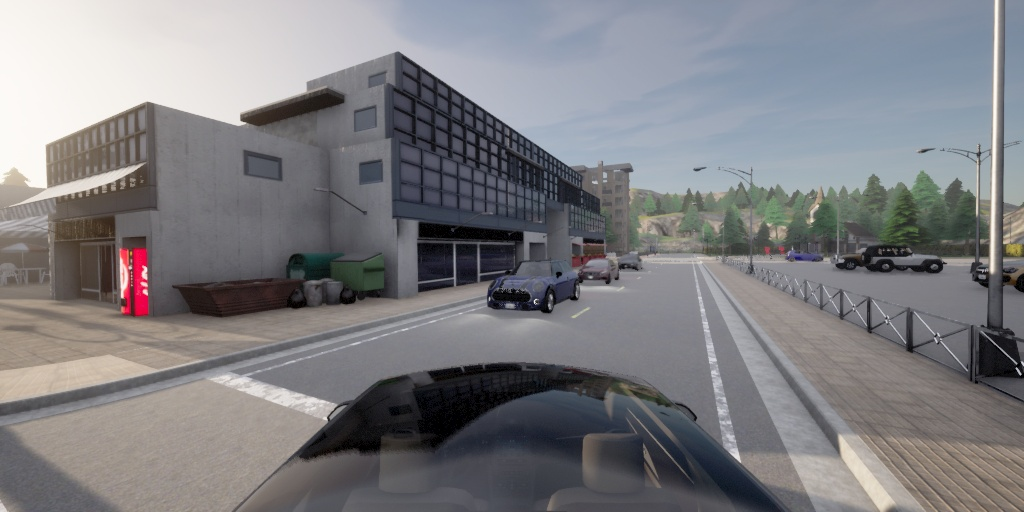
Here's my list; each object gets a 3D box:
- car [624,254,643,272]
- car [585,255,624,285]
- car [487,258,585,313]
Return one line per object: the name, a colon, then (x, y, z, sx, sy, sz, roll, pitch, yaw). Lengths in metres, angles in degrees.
car: (10.924, 0.589, 33.156, 1.837, 1.490, 4.892, 0, 2, 27)
car: (5.419, 0.870, 22.117, 1.812, 1.442, 4.674, 0, 1, 26)
car: (0.928, 0.908, 13.068, 2.097, 1.767, 4.553, 0, 1, 26)
